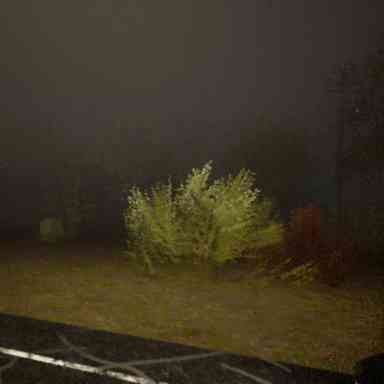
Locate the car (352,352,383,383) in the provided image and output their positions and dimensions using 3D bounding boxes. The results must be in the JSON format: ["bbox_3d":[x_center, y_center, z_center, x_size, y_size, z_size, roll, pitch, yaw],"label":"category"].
[{"bbox_3d":[3.830,1.958,2.621,4.674,1.442,1.812,1,-5,19],"label":"car"}]
